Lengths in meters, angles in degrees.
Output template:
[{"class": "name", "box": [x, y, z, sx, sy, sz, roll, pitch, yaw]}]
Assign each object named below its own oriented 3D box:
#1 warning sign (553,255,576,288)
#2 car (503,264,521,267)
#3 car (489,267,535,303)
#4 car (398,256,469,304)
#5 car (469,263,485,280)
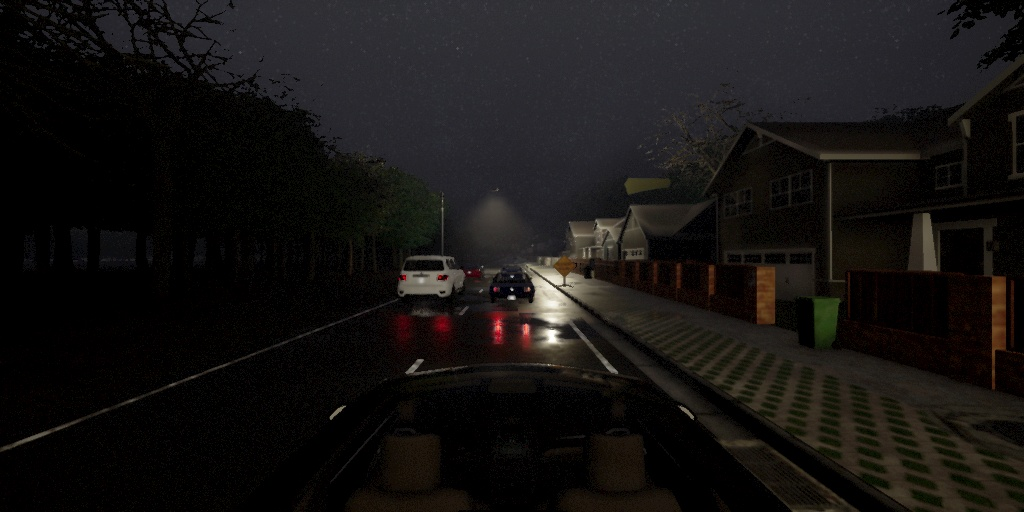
[{"class": "warning sign", "box": [3.050, 0.866, 20.841, 1.300, 1.860, 1.060, 0, 0, 0]}, {"class": "car", "box": [0.000, 1.368, 31.530, 1.895, 1.301, 4.718, 0, 0, 0]}, {"class": "car", "box": [0.000, 1.367, 16.530, 1.895, 1.301, 4.718, 0, 0, 0]}, {"class": "car", "box": [-3.500, 1.009, 16.530, 2.150, 2.045, 5.566, 0, 0, 0]}, {"class": "car", "box": [-3.501, 1.324, 31.500, 1.994, 1.385, 4.181, 0, 0, 0]}]
